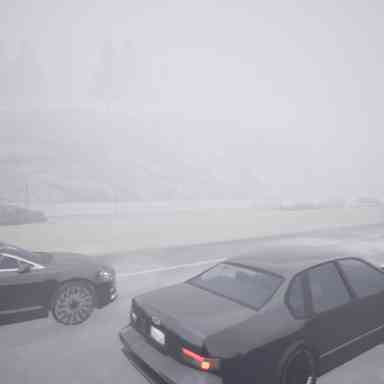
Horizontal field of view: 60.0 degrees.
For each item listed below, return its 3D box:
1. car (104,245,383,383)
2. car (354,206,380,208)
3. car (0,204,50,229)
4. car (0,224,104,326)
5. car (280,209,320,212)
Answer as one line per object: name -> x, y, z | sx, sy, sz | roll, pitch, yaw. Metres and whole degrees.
car -> 1.684, 1.548, 4.946 | 5.357, 1.411, 2.033 | 0, 0, -35
car -> 17.385, 1.357, 33.566 | 4.553, 1.767, 2.097 | 0, 0, -35
car -> -12.124, 1.549, 21.139 | 5.357, 1.411, 2.033 | 0, 0, -35
car -> -3.683, 1.492, 5.419 | 4.902, 1.511, 2.128 | 0, 0, -35
car -> 10.557, 1.605, 33.003 | 4.718, 1.301, 1.895 | 0, 0, -35
